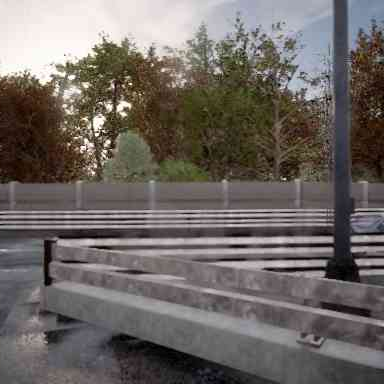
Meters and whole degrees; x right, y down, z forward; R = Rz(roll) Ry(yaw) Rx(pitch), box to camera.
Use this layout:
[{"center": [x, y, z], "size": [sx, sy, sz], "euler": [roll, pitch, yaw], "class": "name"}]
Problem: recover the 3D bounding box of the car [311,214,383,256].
[{"center": [7.212, 1.551, 12.384], "size": [5.357, 1.411, 2.033], "euler": [0, 0, -6], "class": "car"}]
